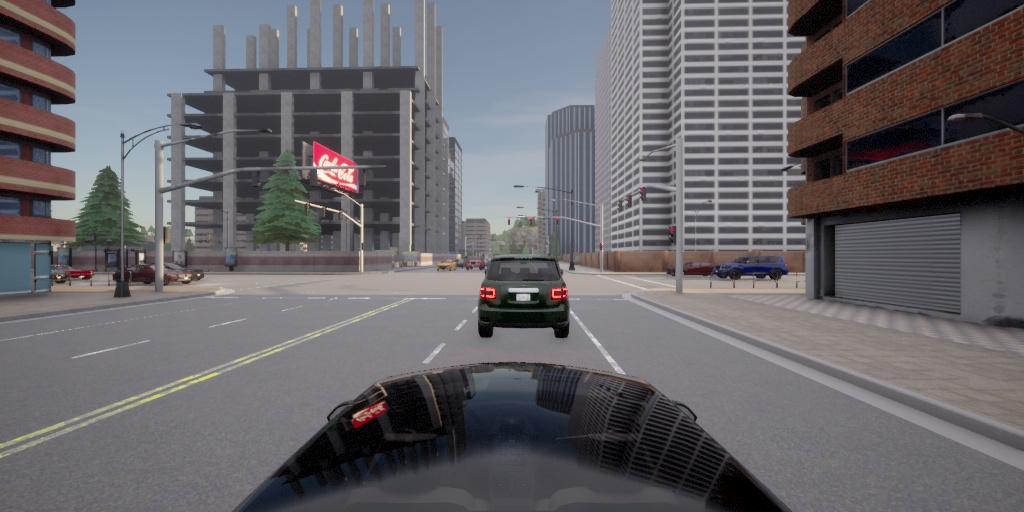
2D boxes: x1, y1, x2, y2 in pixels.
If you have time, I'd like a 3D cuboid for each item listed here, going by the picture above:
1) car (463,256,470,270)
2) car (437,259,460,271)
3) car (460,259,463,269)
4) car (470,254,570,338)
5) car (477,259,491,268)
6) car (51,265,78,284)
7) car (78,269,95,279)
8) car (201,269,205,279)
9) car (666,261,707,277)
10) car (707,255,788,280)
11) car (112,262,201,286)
[{"bbox_3d":[-5.235,0.971,52.145,2.150,2.045,5.566,0,0,2],"label":"car"},{"bbox_3d":[-8.867,1.228,48.894,1.882,1.535,5.008,0,0,2],"label":"car"},{"bbox_3d":[-8.504,1.228,58.310,1.882,1.535,5.008,0,0,2],"label":"car"},{"bbox_3d":[0.338,0.971,10.319,2.150,2.045,5.566,0,0,2],"label":"car"},{"bbox_3d":[-4.844,1.276,62.161,1.812,1.442,4.674,0,0,3],"label":"car"},{"bbox_3d":[-34.010,1.255,25.071,4.892,1.490,1.837,0,0,2],"label":"car"},{"bbox_3d":[-36.499,1.351,28.655,4.718,1.301,1.895,0,0,2],"label":"car"},{"bbox_3d":[-27.207,1.228,28.352,5.008,1.535,1.882,0,0,2],"label":"car"},{"bbox_3d":[17.304,1.228,34.109,5.008,1.535,1.882,0,0,2],"label":"car"},{"bbox_3d":[20.223,0.972,30.516,5.566,2.045,2.150,0,0,2],"label":"car"},{"bbox_3d":[-24.764,1.276,24.771,4.674,1.442,1.812,0,0,2],"label":"car"}]
